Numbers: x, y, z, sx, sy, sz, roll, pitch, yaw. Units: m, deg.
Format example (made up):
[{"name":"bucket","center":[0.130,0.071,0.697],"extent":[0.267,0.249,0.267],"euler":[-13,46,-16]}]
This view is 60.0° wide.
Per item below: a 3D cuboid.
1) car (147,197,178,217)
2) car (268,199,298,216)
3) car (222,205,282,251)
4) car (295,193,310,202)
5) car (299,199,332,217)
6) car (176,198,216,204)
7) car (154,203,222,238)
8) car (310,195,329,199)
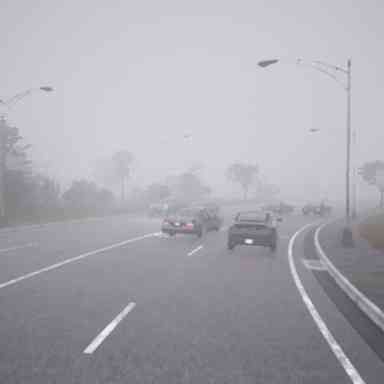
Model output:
[{"name":"car","center":[-2.021,1.293,29.958],"extent":[2.097,1.767,4.553],"euler":[1,0,29]},{"name":"car","center":[8.938,1.655,34.160],"extent":[1.895,1.301,4.718],"euler":[1,0,34]},{"name":"car","center":[2.760,1.533,14.369],"extent":[1.837,1.490,4.892],"euler":[0,0,16]},{"name":"car","center":[21.434,1.047,64.187],"extent":[2.097,1.767,4.553],"euler":[1,1,36]},{"name":"car","center":[12.607,1.705,33.359],"extent":[1.895,1.301,4.718],"euler":[1,0,34]},{"name":"car","center":[0.886,1.487,28.046],"extent":[1.837,1.490,4.892],"euler":[0,0,29]},{"name":"car","center":[0.198,1.551,17.847],"extent":[2.033,1.411,5.357],"euler":[1,0,20]},{"name":"car","center":[24.082,1.266,61.890],"extent":[1.812,1.442,4.674],"euler":[1,2,36]}]
